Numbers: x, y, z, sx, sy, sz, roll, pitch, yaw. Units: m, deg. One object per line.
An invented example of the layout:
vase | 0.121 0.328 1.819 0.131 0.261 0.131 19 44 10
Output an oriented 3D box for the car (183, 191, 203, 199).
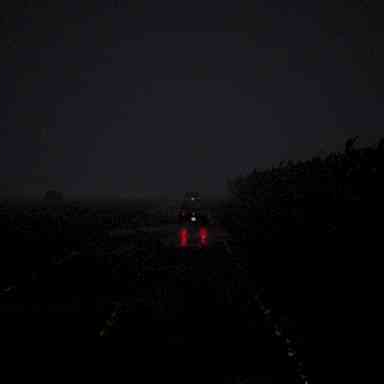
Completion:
car | 0.100 0.884 40.669 2.150 2.045 5.566 0 1 0

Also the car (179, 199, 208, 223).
car | 0.101 1.418 23.311 1.895 1.301 4.718 0 1 0
